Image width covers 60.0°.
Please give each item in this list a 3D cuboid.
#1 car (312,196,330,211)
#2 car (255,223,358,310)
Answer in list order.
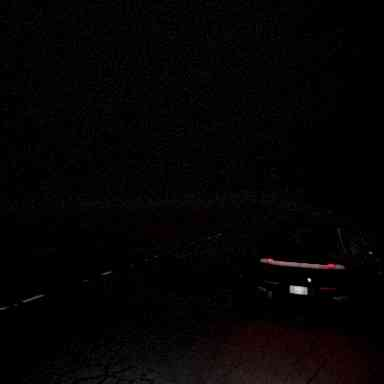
[{"bbox_3d":[18.725,1.648,48.152,2.150,2.045,5.566,0,-1,19],"label":"car"},{"bbox_3d":[2.844,1.509,8.018,2.128,1.511,4.902,0,0,24],"label":"car"}]
